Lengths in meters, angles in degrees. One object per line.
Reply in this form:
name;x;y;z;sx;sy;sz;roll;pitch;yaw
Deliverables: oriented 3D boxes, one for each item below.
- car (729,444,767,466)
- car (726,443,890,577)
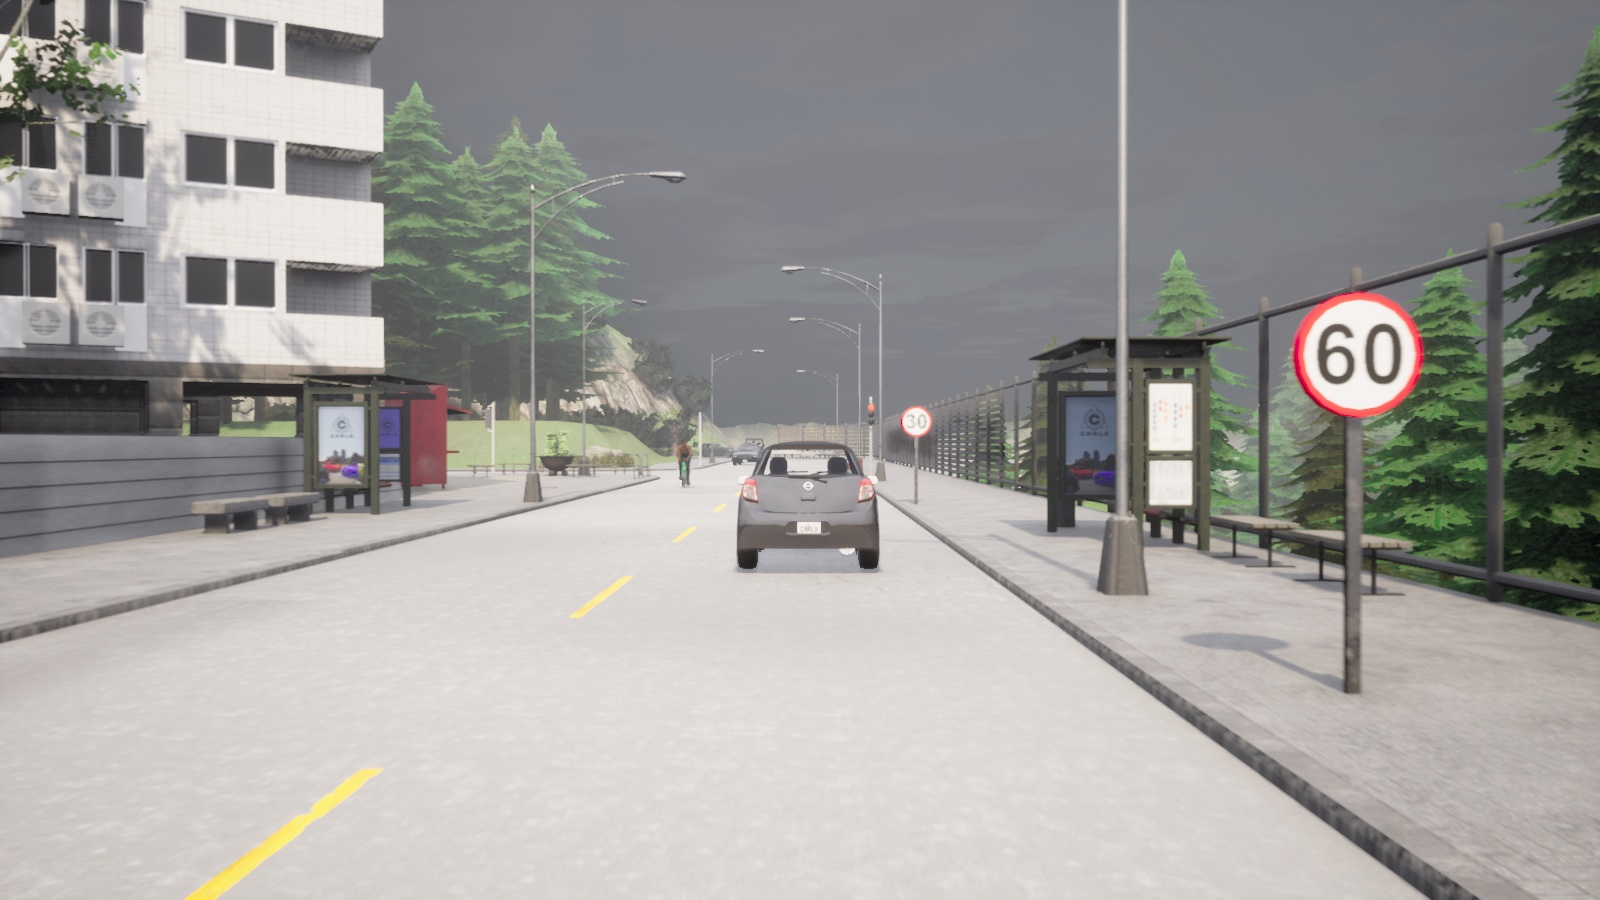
car;-3.435;0.315;84.566;2.033;1.411;5.357;0;0;3
car;0.100;0.670;15.950;1.845;1.501;3.633;0;0;0
